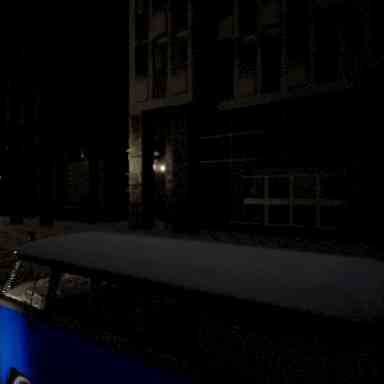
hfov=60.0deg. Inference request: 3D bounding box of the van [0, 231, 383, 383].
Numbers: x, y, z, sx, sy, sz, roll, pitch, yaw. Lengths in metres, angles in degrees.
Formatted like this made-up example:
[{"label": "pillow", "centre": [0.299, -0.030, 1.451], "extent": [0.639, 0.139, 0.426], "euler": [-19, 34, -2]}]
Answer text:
[{"label": "van", "centre": [-0.212, 1.342, 2.996], "extent": [3.998, 1.788, 1.690], "euler": [0, 0, 35]}]
